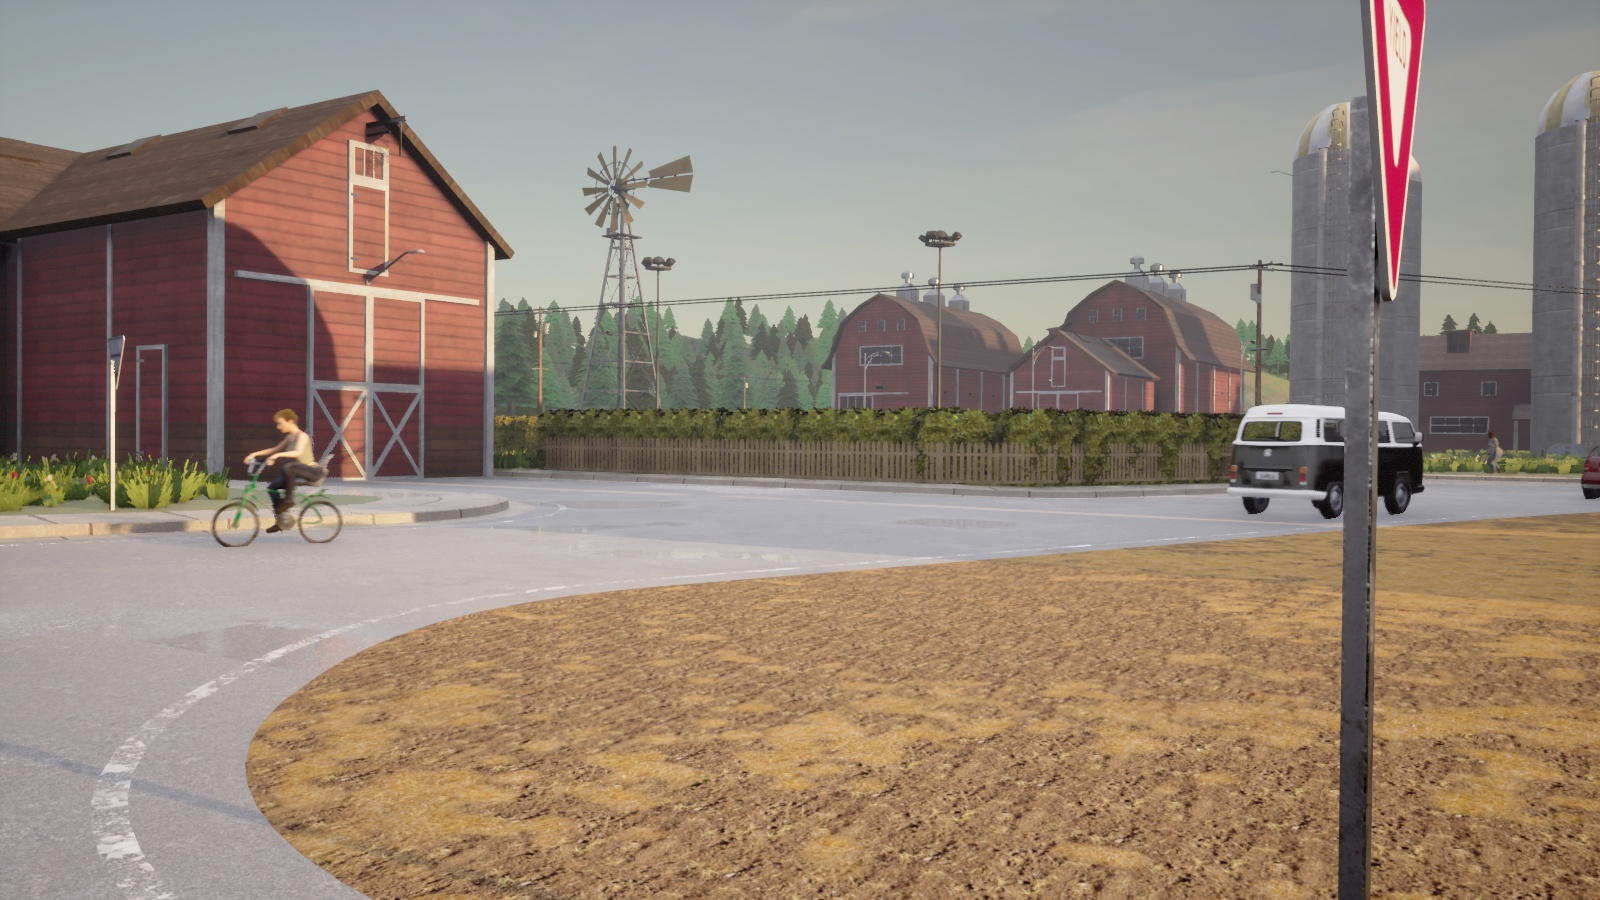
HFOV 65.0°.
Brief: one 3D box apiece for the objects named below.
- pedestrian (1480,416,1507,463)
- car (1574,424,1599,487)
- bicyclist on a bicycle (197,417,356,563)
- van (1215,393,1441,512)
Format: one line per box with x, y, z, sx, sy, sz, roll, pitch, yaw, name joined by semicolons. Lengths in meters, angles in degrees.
28.142;-0.429;50.979;0.900;1.855;0.874;0;1;27;pedestrian
21.417;0.111;31.626;3.705;1.549;1.789;-1;1;-31;car
-6.118;0.435;14.691;1.509;1.612;0.866;-1;1;-40;bicyclist on a bicycle
10.021;0.017;23.714;4.480;2.038;2.069;-1;1;-39;van
